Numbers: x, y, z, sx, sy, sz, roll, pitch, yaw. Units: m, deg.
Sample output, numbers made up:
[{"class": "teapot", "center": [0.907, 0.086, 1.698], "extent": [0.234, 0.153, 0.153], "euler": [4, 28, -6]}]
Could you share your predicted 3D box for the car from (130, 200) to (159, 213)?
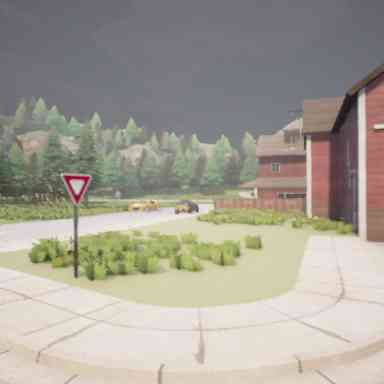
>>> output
[{"class": "car", "center": [-5.856, 1.717, 41.543], "extent": [1.882, 1.535, 5.008], "euler": [0, 0, 19]}]

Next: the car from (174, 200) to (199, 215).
[{"class": "car", "center": [-0.607, 1.658, 36.674], "extent": [1.816, 1.474, 4.193], "euler": [-6, -2, 17]}]
